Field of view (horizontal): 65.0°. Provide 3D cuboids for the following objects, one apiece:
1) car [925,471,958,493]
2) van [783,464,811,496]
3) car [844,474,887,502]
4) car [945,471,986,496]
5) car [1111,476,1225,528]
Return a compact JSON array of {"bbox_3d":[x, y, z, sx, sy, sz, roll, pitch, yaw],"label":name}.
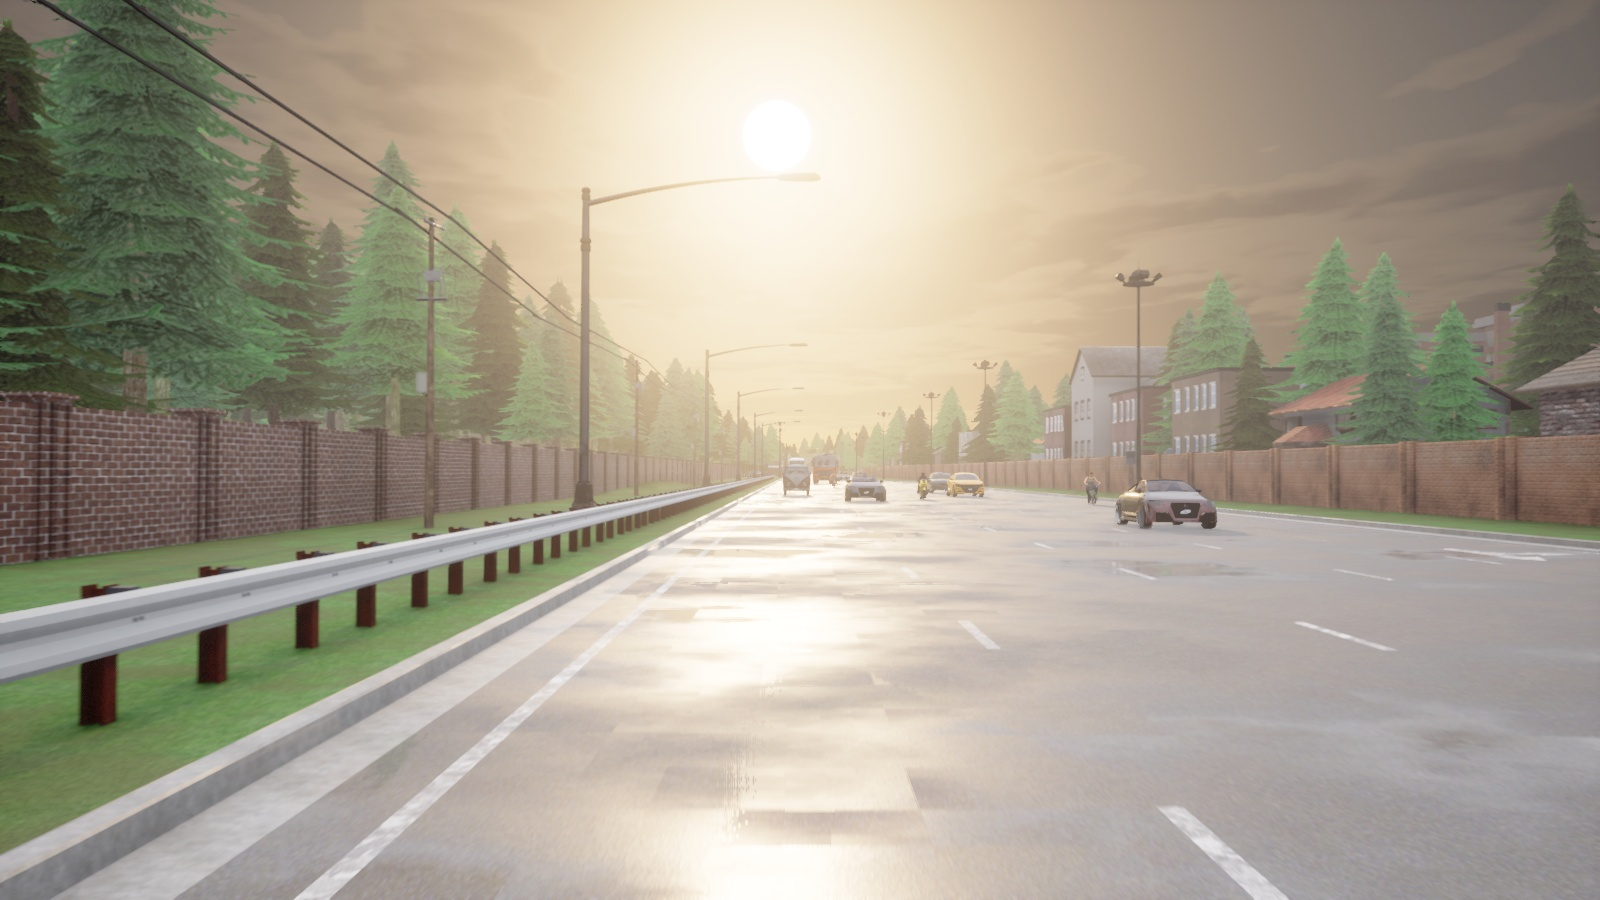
[{"bbox_3d":[10.274,2.308,91.357,1.837,1.490,4.892,0,-1,0],"label":"car"},{"bbox_3d":[-0.200,1.916,80.518,1.775,1.987,4.442,0,-1,0],"label":"van"},{"bbox_3d":[3.339,1.951,64.843,1.994,1.385,4.181,0,-1,0],"label":"car"},{"bbox_3d":[10.306,2.063,78.351,1.882,1.535,5.008,0,-1,0],"label":"car"},{"bbox_3d":[10.411,1.437,35.866,1.994,1.385,4.181,0,-1,0],"label":"car"}]
